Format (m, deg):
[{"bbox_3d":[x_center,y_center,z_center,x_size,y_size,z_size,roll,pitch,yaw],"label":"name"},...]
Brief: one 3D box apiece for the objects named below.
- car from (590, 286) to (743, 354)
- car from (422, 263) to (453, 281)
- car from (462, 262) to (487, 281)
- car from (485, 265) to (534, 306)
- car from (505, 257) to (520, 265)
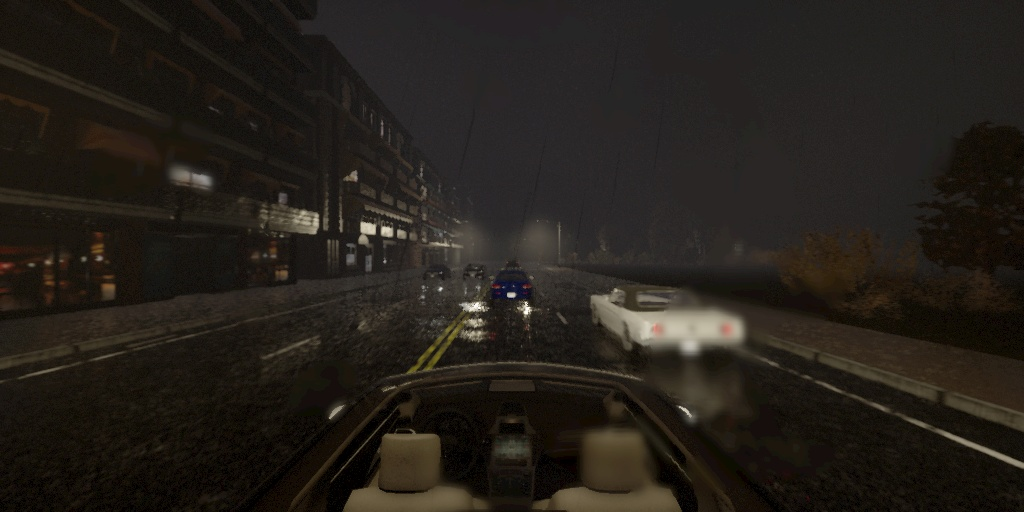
[{"bbox_3d":[3.254,1.372,8.758,1.895,1.301,4.718,0,0,0],"label":"car"},{"bbox_3d":[-6.493,1.365,31.577,1.812,1.442,4.674,0,0,0],"label":"car"},{"bbox_3d":[-3.240,1.335,31.898,2.128,1.511,4.902,0,0,0],"label":"car"},{"bbox_3d":[-0.016,1.318,15.944,1.812,1.442,4.674,0,0,0],"label":"car"},{"bbox_3d":[0.068,1.132,56.848,2.150,2.045,5.566,0,0,0],"label":"car"}]
